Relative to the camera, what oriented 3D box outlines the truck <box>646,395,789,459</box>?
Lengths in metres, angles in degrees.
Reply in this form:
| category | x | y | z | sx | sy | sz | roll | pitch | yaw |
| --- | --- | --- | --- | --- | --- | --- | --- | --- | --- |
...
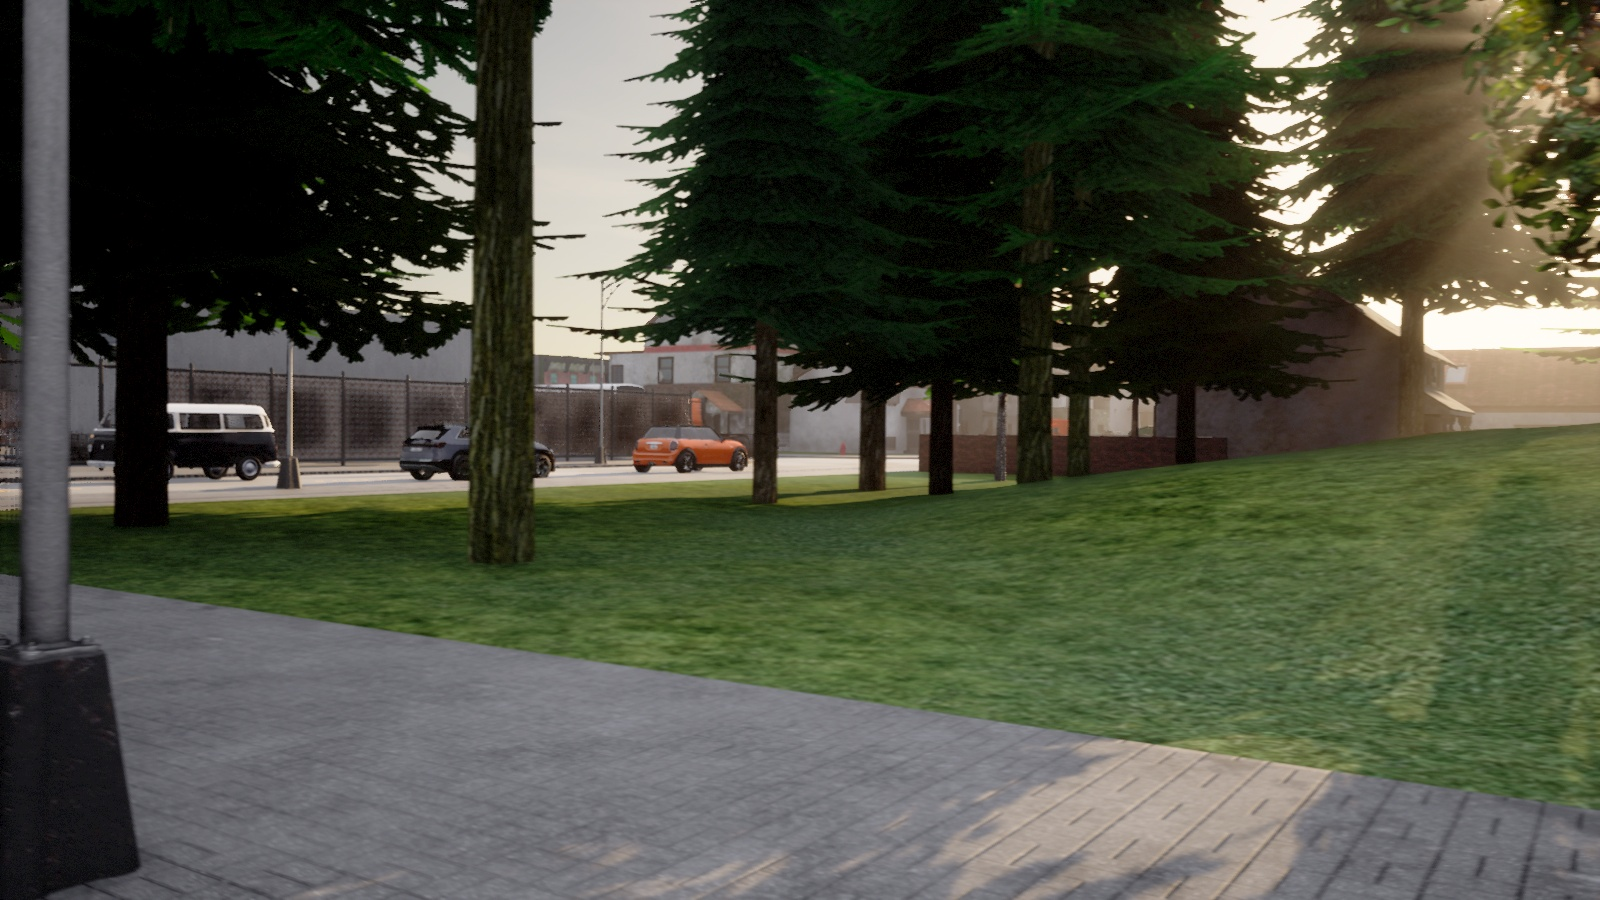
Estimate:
| category | x | y | z | sx | sy | sz | roll | pitch | yaw |
| --- | --- | --- | --- | --- | --- | --- | --- | --- | --- |
| truck | -4.771 | -1.280 | 71.647 | 7.936 | 3.462 | 2.891 | 0 | 1 | 33 |

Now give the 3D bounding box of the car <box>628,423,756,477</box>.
| category | x | y | z | sx | sy | sz | roll | pitch | yaw |
| --- | --- | --- | --- | --- | --- | --- | --- | --- | --- |
| car | -3.711 | -0.036 | 43.898 | 2.097 | 1.767 | 4.553 | 0 | 1 | 33 |

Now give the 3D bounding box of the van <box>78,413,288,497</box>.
| category | x | y | z | sx | sy | sz | roll | pitch | yaw |
| --- | --- | --- | --- | --- | --- | --- | --- | --- | --- |
| van | -15.976 | 0.084 | 32.740 | 2.069 | 2.038 | 4.480 | 0 | 1 | 32 |

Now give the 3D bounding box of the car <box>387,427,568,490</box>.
| category | x | y | z | sx | sy | sz | roll | pitch | yaw |
| --- | --- | --- | --- | --- | --- | --- | --- | --- | --- |
| car | -9.094 | 0.195 | 35.803 | 2.033 | 1.649 | 4.856 | 0 | 1 | 34 |

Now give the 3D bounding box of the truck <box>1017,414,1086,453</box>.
| category | x | y | z | sx | sy | sz | roll | pitch | yaw |
| --- | --- | --- | --- | --- | --- | --- | --- | --- | --- |
| truck | 16.374 | -1.084 | 81.452 | 2.627 | 2.467 | 5.204 | 0 | 1 | 33 |

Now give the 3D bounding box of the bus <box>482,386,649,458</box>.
| category | x | y | z | sx | sy | sz | roll | pitch | yaw |
| --- | --- | --- | --- | --- | --- | --- | --- | --- | --- |
| bus | -14.657 | -1.701 | 78.166 | 10.273 | 4.253 | 3.944 | 0 | 1 | 33 |
